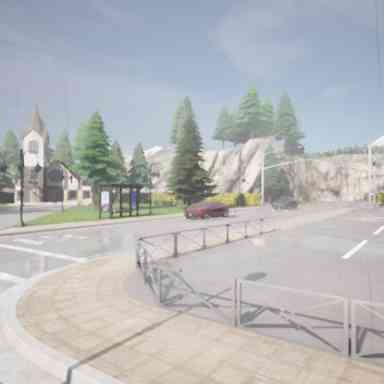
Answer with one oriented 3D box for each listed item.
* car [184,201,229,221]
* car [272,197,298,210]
[{"bbox_3d":[1.318,1.485,27.866,1.882,1.535,5.008,0,0,35],"label":"car"},{"bbox_3d":[12.099,1.389,43.180,2.097,1.767,4.553,0,0,35],"label":"car"}]
